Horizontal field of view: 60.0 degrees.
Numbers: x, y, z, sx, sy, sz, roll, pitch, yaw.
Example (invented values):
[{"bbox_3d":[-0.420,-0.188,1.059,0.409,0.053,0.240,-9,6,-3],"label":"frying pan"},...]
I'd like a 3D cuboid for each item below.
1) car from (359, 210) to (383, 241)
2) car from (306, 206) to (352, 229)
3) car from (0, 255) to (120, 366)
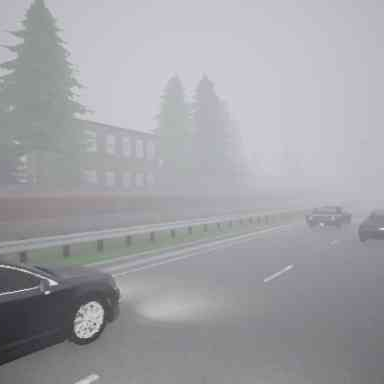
[{"bbox_3d":[9.297,1.552,15.827,1.994,1.385,4.181,0,0,35],"label":"car"},{"bbox_3d":[8.925,1.585,21.395,1.895,1.301,4.718,0,0,35],"label":"car"},{"bbox_3d":[-3.087,1.500,4.196,1.837,1.490,4.892,0,0,35],"label":"car"}]
